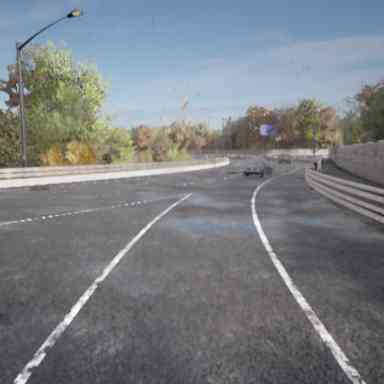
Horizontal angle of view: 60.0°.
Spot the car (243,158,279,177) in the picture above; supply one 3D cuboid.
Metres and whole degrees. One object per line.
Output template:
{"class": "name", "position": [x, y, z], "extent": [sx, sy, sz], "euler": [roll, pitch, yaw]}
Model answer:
{"class": "car", "position": [6.677, -2.298, 33.053], "extent": [2.033, 1.411, 5.357], "euler": [3, 8, 27]}

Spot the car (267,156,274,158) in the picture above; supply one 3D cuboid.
{"class": "car", "position": [20.118, -8.524, 84.651], "extent": [1.812, 1.442, 4.674], "euler": [0, 7, 0]}

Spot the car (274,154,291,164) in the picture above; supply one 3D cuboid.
{"class": "car", "position": [18.428, -6.676, 66.687], "extent": [2.150, 2.045, 5.566], "euler": [1, 7, 8]}
